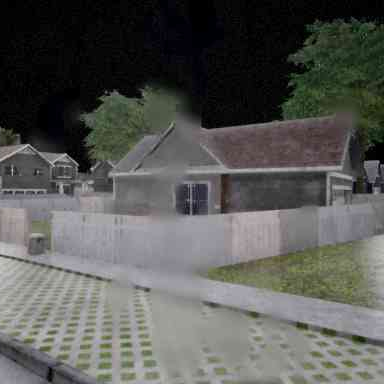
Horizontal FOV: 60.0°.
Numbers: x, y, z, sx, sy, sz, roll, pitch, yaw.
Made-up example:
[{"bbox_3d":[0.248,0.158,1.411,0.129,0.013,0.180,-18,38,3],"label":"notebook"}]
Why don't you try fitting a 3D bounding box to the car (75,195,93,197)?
[{"bbox_3d":[-12.295,1.158,36.902,1.837,1.490,4.892,1,1,34],"label":"car"}]
